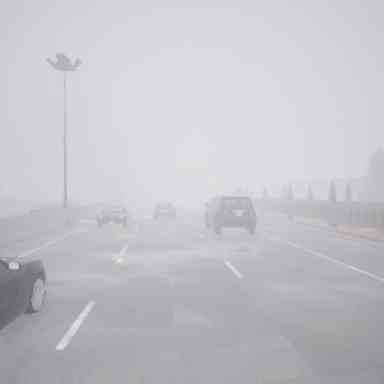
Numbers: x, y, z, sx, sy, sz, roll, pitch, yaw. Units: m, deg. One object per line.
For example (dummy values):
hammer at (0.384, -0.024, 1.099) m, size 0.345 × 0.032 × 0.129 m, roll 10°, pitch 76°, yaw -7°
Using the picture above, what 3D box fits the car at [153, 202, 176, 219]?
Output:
car at (-2.476, 1.590, 30.041) m, size 1.994 × 1.385 × 4.181 m, roll 0°, pitch 0°, yaw -6°

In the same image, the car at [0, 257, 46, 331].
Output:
car at (-3.706, 1.495, 4.552) m, size 1.882 × 1.535 × 5.008 m, roll 0°, pitch 0°, yaw -3°

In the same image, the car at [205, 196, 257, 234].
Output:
car at (2.096, 1.219, 19.306) m, size 2.150 × 2.045 × 5.566 m, roll 0°, pitch 0°, yaw -6°

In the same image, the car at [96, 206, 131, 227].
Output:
car at (-5.316, 1.636, 23.215) m, size 1.895 × 1.301 × 4.718 m, roll 0°, pitch 0°, yaw -6°

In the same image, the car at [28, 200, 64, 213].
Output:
car at (-13.238, 1.642, 30.231) m, size 1.994 × 1.385 × 4.181 m, roll 0°, pitch 0°, yaw -6°

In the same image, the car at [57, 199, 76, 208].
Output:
car at (-23.360, 2.155, 62.255) m, size 2.128 × 1.511 × 4.902 m, roll 0°, pitch -4°, yaw -5°

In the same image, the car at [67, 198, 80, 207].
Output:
car at (-18.862, 1.656, 51.818) m, size 1.882 × 1.535 × 5.008 m, roll 0°, pitch -1°, yaw -5°
